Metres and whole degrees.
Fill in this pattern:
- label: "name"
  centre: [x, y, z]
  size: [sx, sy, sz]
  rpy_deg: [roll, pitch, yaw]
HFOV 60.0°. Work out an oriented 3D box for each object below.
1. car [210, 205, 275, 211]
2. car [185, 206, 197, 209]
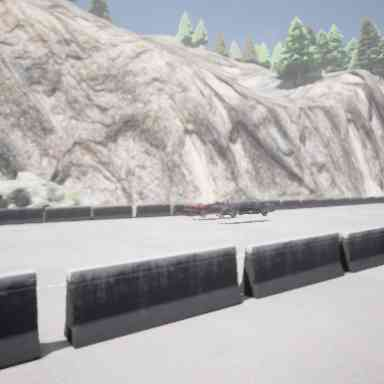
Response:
- label: "car"
  centre: [3.706, 1.084, 23.701]
  size: [5.357, 1.411, 2.033]
  rpy_deg: [0, 0, -35]
- label: "car"
  centre: [1.655, 1.242, 26.538]
  size: [4.718, 1.301, 1.895]
  rpy_deg: [0, 0, -35]
